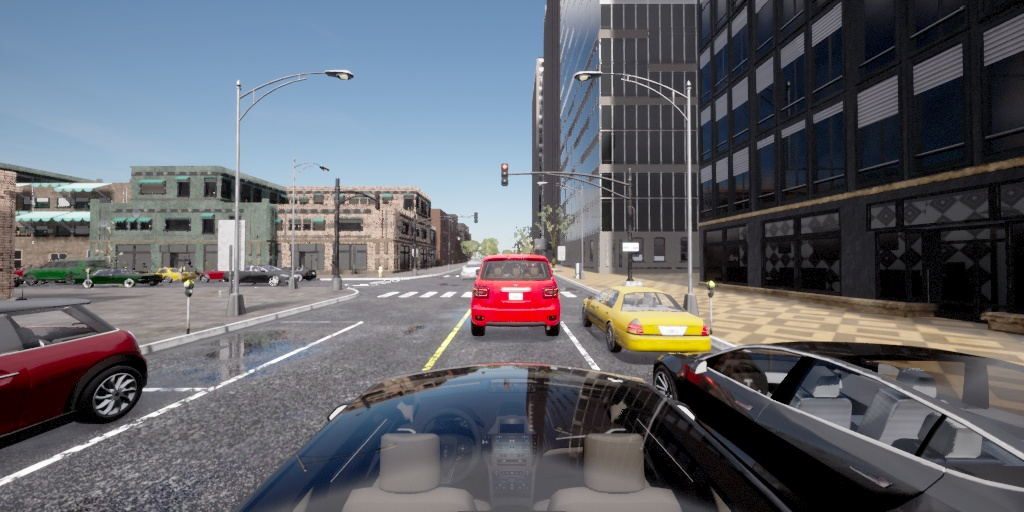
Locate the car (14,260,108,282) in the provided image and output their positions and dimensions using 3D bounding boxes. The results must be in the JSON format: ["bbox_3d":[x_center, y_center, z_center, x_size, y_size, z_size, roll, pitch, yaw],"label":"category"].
[{"bbox_3d":[-35.966,1.334,29.068,5.566,2.045,2.150,-1,-1,1],"label":"car"}]

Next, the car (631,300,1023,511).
[{"bbox_3d":[2.655,1.316,2.809,1.948,1.339,4.313,0,0,0],"label":"car"}]

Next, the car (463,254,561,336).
[{"bbox_3d":[0.080,0.975,10.497,2.150,2.045,5.566,0,0,0],"label":"car"}]

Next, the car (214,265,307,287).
[{"bbox_3d":[-17.892,1.381,25.690,4.902,1.511,2.128,-1,-1,2],"label":"car"}]

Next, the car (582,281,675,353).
[{"bbox_3d":[2.812,1.277,8.622,1.751,1.417,4.829,0,0,0],"label":"car"}]

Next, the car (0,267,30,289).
[{"bbox_3d":[-38.509,1.591,25.901,4.892,1.490,1.837,-1,-1,1],"label":"car"}]

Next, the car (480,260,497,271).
[{"bbox_3d":[-3.213,1.315,50.487,2.033,1.411,5.357,0,0,0],"label":"car"}]

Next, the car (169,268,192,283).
[{"bbox_3d":[-30.747,1.627,31.590,4.829,1.417,1.751,0,0,1],"label":"car"}]

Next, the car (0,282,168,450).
[{"bbox_3d":[-5.693,1.190,2.843,1.967,1.591,4.097,0,0,0],"label":"car"}]

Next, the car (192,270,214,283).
[{"bbox_3d":[-25.029,1.489,31.530,4.097,1.591,1.967,0,0,1],"label":"car"}]

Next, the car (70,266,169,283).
[{"bbox_3d":[-28.096,1.587,25.779,4.718,1.301,1.895,-1,-1,1],"label":"car"}]

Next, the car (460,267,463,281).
[{"bbox_3d":[-3.169,1.285,30.581,1.812,1.442,4.674,0,0,0],"label":"car"}]

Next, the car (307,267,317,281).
[{"bbox_3d":[-19.482,1.562,31.472,4.313,1.339,1.948,0,0,1],"label":"car"}]

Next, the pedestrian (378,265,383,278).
[{"bbox_3d":[-12.621,1.399,34.354,0.375,1.300,0.375,0,0,1],"label":"pedestrian"}]
